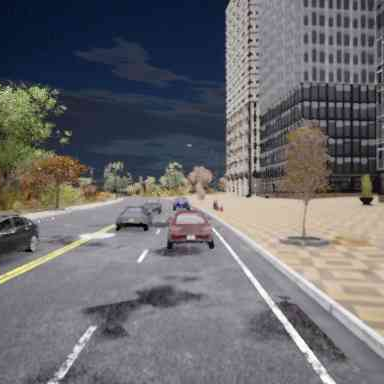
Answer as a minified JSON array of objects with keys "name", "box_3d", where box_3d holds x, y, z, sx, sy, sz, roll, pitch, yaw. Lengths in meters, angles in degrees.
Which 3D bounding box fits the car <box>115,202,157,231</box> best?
[{"name":"car","box_3d":[-3.529,1.580,20.994,1.994,1.385,4.181,0,0,-2]}]

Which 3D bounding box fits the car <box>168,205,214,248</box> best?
[{"name":"car","box_3d":[-0.092,1.531,14.700,1.812,1.442,4.674,0,0,-1]}]

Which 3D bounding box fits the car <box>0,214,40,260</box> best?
[{"name":"car","box_3d":[-6.709,1.518,10.903,1.837,1.490,4.892,0,0,-1]}]

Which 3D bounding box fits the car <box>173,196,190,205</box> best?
[{"name":"car","box_3d":[-1.423,1.406,43.408,2.097,1.767,4.553,0,0,-4]}]

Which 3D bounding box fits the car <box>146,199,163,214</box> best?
[{"name":"car","box_3d":[-4.256,1.536,36.711,2.128,1.511,4.902,0,0,-3]}]
